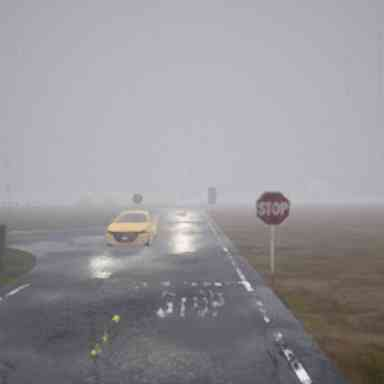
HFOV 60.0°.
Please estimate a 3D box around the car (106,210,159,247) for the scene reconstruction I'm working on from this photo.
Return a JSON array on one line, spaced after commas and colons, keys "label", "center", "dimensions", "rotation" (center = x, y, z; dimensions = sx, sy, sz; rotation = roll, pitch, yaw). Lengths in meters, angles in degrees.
[{"label": "car", "center": [-2.741, 1.639, 16.080], "dimensions": [1.882, 1.535, 5.008], "rotation": [0, 0, 0]}]
